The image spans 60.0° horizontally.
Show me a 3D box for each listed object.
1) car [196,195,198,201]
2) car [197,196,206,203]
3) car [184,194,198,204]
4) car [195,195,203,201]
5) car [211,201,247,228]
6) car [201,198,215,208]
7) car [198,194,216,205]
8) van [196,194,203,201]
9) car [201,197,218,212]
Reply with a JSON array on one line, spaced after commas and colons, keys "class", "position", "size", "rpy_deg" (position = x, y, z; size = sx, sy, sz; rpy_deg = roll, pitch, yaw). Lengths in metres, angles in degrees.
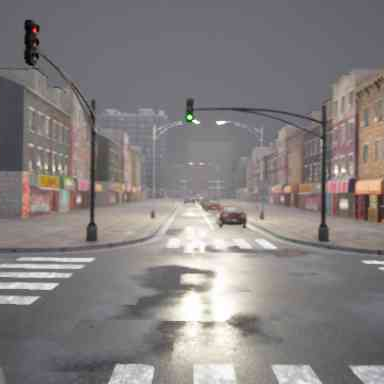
[{"class": "car", "position": [2.231, 1.655, 60.336], "size": [1.802, 1.307, 4.206], "rpy_deg": [1, 0, 0]}, {"class": "car", "position": [2.098, 1.680, 76.648], "size": [1.947, 1.339, 4.313], "rpy_deg": [1, 0, 0]}, {"class": "car", "position": [-0.427, 1.402, 62.444], "size": [2.097, 1.767, 4.553], "rpy_deg": [1, 0, 0]}, {"class": "car", "position": [1.965, 1.606, 92.961], "size": [1.967, 1.590, 4.097], "rpy_deg": [1, 0, 0]}, {"class": "car", "position": [2.545, 1.570, 22.276], "size": [1.887, 1.381, 4.507], "rpy_deg": [1, 0, 0]}, {"class": "car", "position": [2.321, 1.634, 49.462], "size": [1.802, 1.307, 4.206], "rpy_deg": [1, 0, 0]}, {"class": "car", "position": [2.371, 1.359, 44.025], "size": [2.192, 1.841, 5.009], "rpy_deg": [1, 0, 0]}, {"class": "van", "position": [2.012, 1.488, 87.524], "size": [1.690, 1.788, 3.998], "rpy_deg": [1, 0, 0]}, {"class": "car", "position": [2.411, 1.582, 38.587], "size": [1.887, 1.381, 4.507], "rpy_deg": [1, 0, 0]}]
